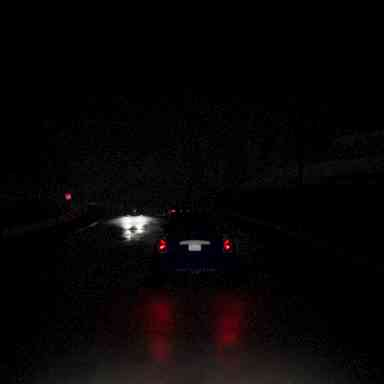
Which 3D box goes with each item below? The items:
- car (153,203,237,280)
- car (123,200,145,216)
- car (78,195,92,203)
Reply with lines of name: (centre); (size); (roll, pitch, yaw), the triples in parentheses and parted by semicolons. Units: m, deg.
car: (0.069, 1.368, 10.152); (2.097, 1.767, 4.553); (0, 0, 0)
car: (-5.939, 1.546, 33.689); (2.128, 1.511, 4.902); (0, 0, -13)
car: (-22.933, 1.449, 71.249); (2.128, 1.511, 4.902); (0, 0, -36)
